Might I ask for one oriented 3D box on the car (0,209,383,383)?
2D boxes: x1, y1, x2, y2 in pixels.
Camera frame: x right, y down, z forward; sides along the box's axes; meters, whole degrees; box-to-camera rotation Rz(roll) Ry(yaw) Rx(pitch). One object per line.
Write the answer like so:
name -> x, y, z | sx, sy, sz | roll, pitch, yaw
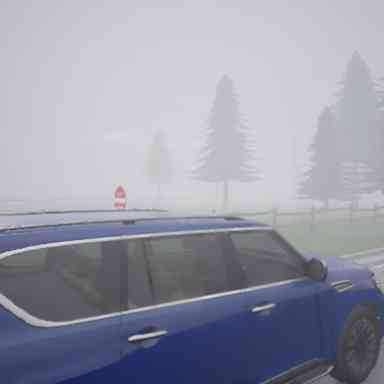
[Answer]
car -> -0.060, 1.223, 3.704 | 5.566, 2.045, 2.150 | 0, 0, -36
